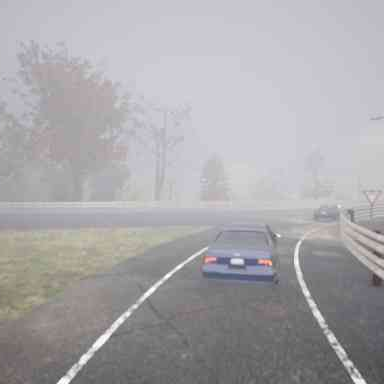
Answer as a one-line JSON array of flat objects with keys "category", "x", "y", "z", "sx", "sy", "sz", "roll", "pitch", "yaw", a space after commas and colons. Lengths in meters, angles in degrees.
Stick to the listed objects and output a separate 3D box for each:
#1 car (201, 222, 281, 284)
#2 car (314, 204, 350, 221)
[{"category": "car", "x": 1.598, "y": 1.592, "z": 9.782, "sx": 2.033, "sy": 1.411, "sz": 5.357, "roll": 0, "pitch": 0, "yaw": 14}, {"category": "car", "x": 12.314, "y": 1.706, "z": 29.104, "sx": 1.994, "sy": 1.385, "sz": 4.181, "roll": 0, "pitch": 0, "yaw": 43}]
